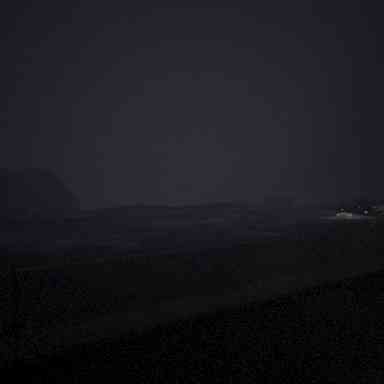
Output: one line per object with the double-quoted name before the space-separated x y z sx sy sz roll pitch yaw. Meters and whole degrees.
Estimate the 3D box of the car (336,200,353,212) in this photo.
"car" 16.924 1.303 33.064 5.357 1.411 2.033 0 0 -23

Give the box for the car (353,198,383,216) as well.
"car" 16.821 1.377 29.183 4.718 1.301 1.895 0 0 -24
